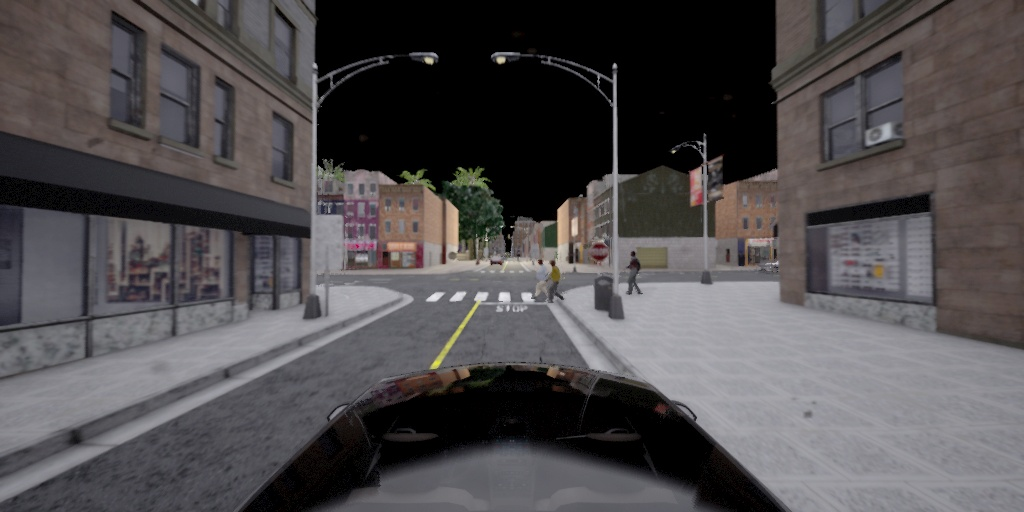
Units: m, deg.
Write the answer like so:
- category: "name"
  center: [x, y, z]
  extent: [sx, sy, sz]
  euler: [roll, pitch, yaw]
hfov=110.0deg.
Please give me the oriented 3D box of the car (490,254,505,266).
- category: "car"
  center: [-2.504, 0.802, 57.739]
  extent: [1.882, 1.535, 5.008]
  euler: [0, 0, 0]

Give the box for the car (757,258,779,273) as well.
- category: "car"
  center: [25.187, 0.828, 33.021]
  extent: [4.674, 1.442, 1.812]
  euler: [-1, -1, 0]

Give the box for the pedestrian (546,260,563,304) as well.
- category: "pedestrian"
  center: [1.648, 0.959, 13.990]
  extent: [0.375, 1.860, 0.375]
  euler: [1, -1, 0]

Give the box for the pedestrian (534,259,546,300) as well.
- category: "pedestrian"
  center: [1.280, 0.951, 15.189]
  extent: [0.375, 1.860, 0.375]
  euler: [1, -1, 0]

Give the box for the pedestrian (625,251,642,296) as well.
- category: "pedestrian"
  center: [4.939, 0.682, 14.595]
  extent: [0.375, 1.860, 0.375]
  euler: [1, -1, 0]
